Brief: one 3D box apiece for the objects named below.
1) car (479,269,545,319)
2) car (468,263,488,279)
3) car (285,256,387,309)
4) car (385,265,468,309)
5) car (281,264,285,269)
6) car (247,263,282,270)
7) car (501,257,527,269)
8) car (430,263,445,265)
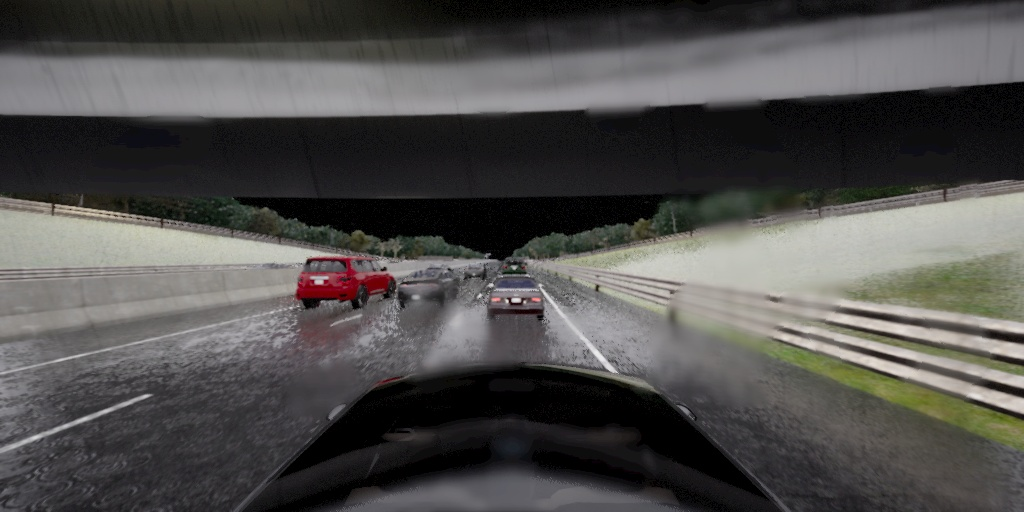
[{"bbox_3d":[0.142,1.355,12.985,2.033,1.411,5.357,0,0,0],"label":"car"},{"bbox_3d":[-3.286,1.428,33.473,2.128,1.511,4.902,0,0,0],"label":"car"},{"bbox_3d":[-6.854,1.037,15.442,2.150,2.045,5.566,0,0,0],"label":"car"},{"bbox_3d":[-3.355,1.309,15.252,2.128,1.511,4.902,0,0,0],"label":"car"},{"bbox_3d":[-20.964,1.471,36.675,1.812,1.442,4.674,0,0,0],"label":"car"},{"bbox_3d":[-24.465,1.430,36.136,2.128,1.511,4.902,0,0,0],"label":"car"},{"bbox_3d":[0.213,1.157,32.925,2.150,2.045,5.566,0,0,0],"label":"car"},{"bbox_3d":[-6.785,1.425,33.497,2.128,1.511,4.902,0,0,0],"label":"car"}]
